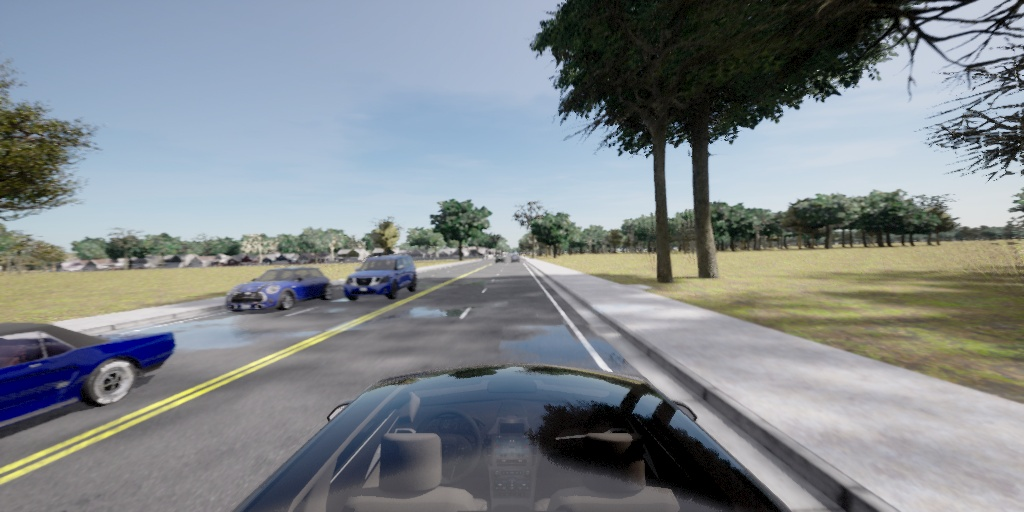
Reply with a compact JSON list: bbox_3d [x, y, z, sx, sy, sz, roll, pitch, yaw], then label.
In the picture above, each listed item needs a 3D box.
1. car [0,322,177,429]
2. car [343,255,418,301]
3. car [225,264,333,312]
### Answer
[{"bbox_3d":[-6.687,1.534,3.852,1.895,1.301,4.718,-2,1,1],"label":"car"},{"bbox_3d":[-6.512,1.017,18.470,2.150,2.045,5.566,-2,2,1],"label":"car"},{"bbox_3d":[-9.791,1.284,15.474,2.097,1.767,4.553,-2,0,1],"label":"car"}]
